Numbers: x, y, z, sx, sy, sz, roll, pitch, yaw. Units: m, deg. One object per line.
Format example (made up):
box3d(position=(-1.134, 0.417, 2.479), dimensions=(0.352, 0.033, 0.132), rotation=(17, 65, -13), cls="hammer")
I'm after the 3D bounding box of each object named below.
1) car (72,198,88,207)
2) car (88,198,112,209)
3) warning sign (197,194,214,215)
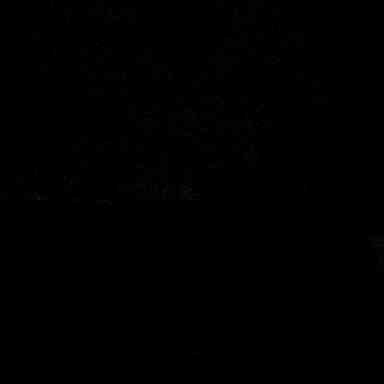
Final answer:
box3d(position=(-18.690, 1.723, 55.910), dimensions=(1.994, 1.385, 4.181), rotation=(0, 0, -35), cls="car")
box3d(position=(-12.881, 1.648, 47.694), dimensions=(1.812, 1.442, 4.674), rotation=(0, 0, -34), cls="car")
box3d(position=(1.288, 1.170, 31.655), dimensions=(1.300, 1.860, 1.060), rotation=(0, 0, -35), cls="warning sign")
